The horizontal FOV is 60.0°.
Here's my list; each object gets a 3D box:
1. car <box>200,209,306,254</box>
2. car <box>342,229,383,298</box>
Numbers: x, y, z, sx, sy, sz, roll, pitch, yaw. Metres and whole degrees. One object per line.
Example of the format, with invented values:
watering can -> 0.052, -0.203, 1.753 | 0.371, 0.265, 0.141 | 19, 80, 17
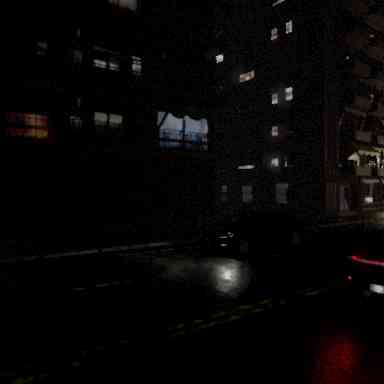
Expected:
car -> 2.585, 1.474, 13.638 | 5.008, 1.535, 1.882 | 0, 0, -36
car -> 5.232, 1.486, 7.276 | 4.902, 1.511, 2.128 | 0, 0, -36
